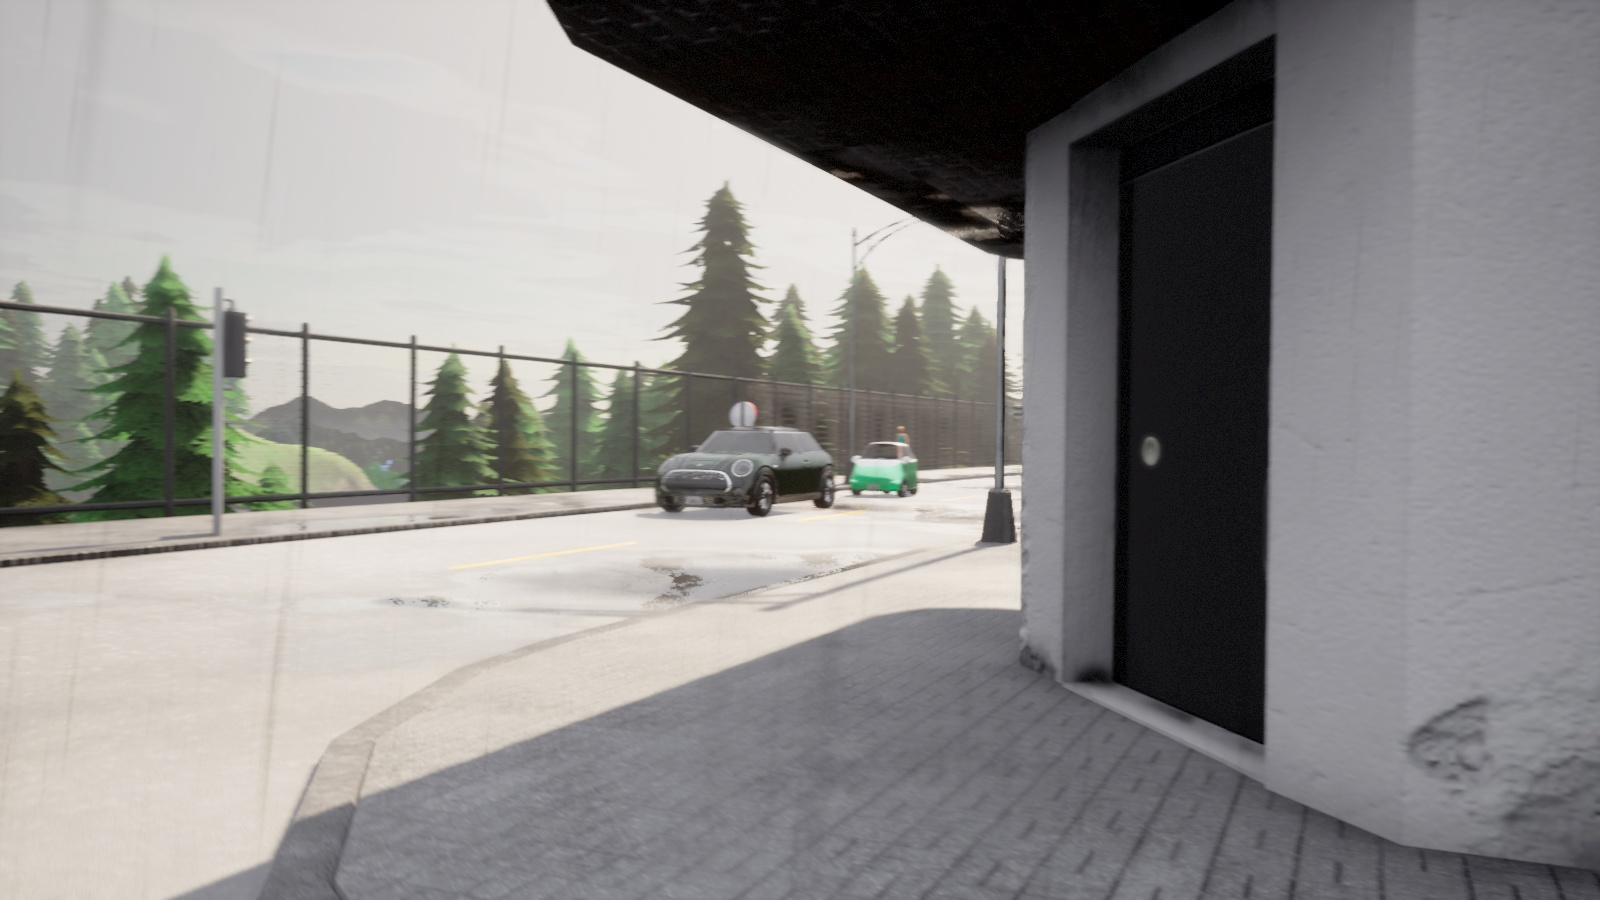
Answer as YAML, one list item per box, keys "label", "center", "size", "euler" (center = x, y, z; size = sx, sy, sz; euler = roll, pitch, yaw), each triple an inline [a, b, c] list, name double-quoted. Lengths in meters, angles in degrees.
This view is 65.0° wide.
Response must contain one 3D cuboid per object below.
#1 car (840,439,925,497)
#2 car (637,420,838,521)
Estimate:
- label: "car"
  center: [2.109, 0.434, 31.763]
  size: [1.481, 1.376, 2.207]
  euler: [0, 1, 24]
- label: "car"
  center: [-1.082, 0.336, 24.565]
  size: [2.097, 1.767, 4.553]
  euler: [0, 1, 24]
